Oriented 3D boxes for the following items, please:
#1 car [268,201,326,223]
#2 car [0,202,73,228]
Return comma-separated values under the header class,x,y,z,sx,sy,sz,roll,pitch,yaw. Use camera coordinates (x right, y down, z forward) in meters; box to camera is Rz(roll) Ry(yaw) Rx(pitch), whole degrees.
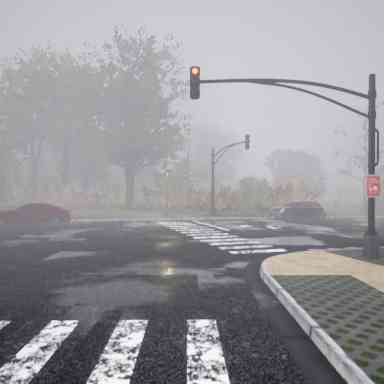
class,x,y,z,sx,sy,sz,roll,pitch,yaw
car,8.483,1.483,27.060,4.553,1.767,2.097,1,0,-19
car,-9.821,1.372,20.469,4.674,1.442,1.812,1,0,-21
